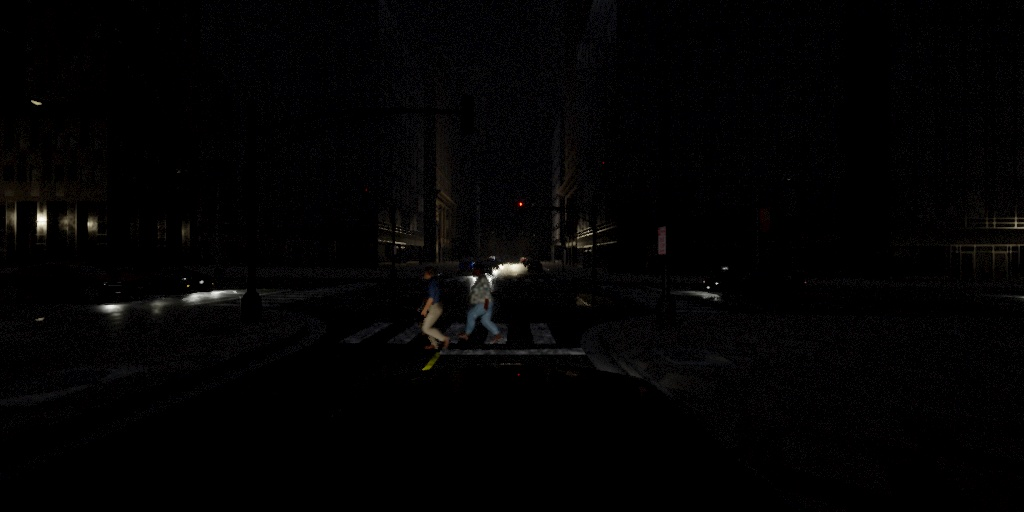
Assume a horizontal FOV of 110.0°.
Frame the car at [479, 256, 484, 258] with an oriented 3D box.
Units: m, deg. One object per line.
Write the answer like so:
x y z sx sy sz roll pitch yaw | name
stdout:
-5.528 1.101 62.094 1.967 1.591 4.097 0 0 0 | car

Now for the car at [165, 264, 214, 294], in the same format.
-17.416 1.086 17.817 4.181 1.385 1.994 1 0 0 | car

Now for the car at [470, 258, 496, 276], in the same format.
-2.925 1.237 37.230 1.812 1.442 4.674 0 0 0 | car

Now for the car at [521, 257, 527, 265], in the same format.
2.997 1.243 62.040 1.802 1.307 4.207 0 0 0 | car

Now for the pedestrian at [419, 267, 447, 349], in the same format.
-1.646 1.041 7.510 0.375 1.860 0.375 0 0 0 | pedestrian

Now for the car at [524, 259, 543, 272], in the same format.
2.886 1.263 45.092 1.948 1.339 4.313 0 0 0 | car

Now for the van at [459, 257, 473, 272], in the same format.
-5.639 1.039 45.147 1.690 1.789 3.998 0 0 0 | van

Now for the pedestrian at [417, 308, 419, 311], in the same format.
-2.078 1.420 8.802 0.500 1.100 0.500 0 0 0 | pedestrian

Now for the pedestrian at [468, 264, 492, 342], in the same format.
-0.727 1.041 8.201 0.375 1.860 0.375 0 0 0 | pedestrian

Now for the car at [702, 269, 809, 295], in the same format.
14.218 1.502 21.083 5.357 1.411 2.033 1 0 0 | car

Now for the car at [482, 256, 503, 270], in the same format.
-2.820 1.174 51.908 2.128 1.511 4.902 0 0 1 | car

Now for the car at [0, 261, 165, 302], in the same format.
-17.608 0.988 14.568 5.008 1.535 1.882 1 0 0 | car
